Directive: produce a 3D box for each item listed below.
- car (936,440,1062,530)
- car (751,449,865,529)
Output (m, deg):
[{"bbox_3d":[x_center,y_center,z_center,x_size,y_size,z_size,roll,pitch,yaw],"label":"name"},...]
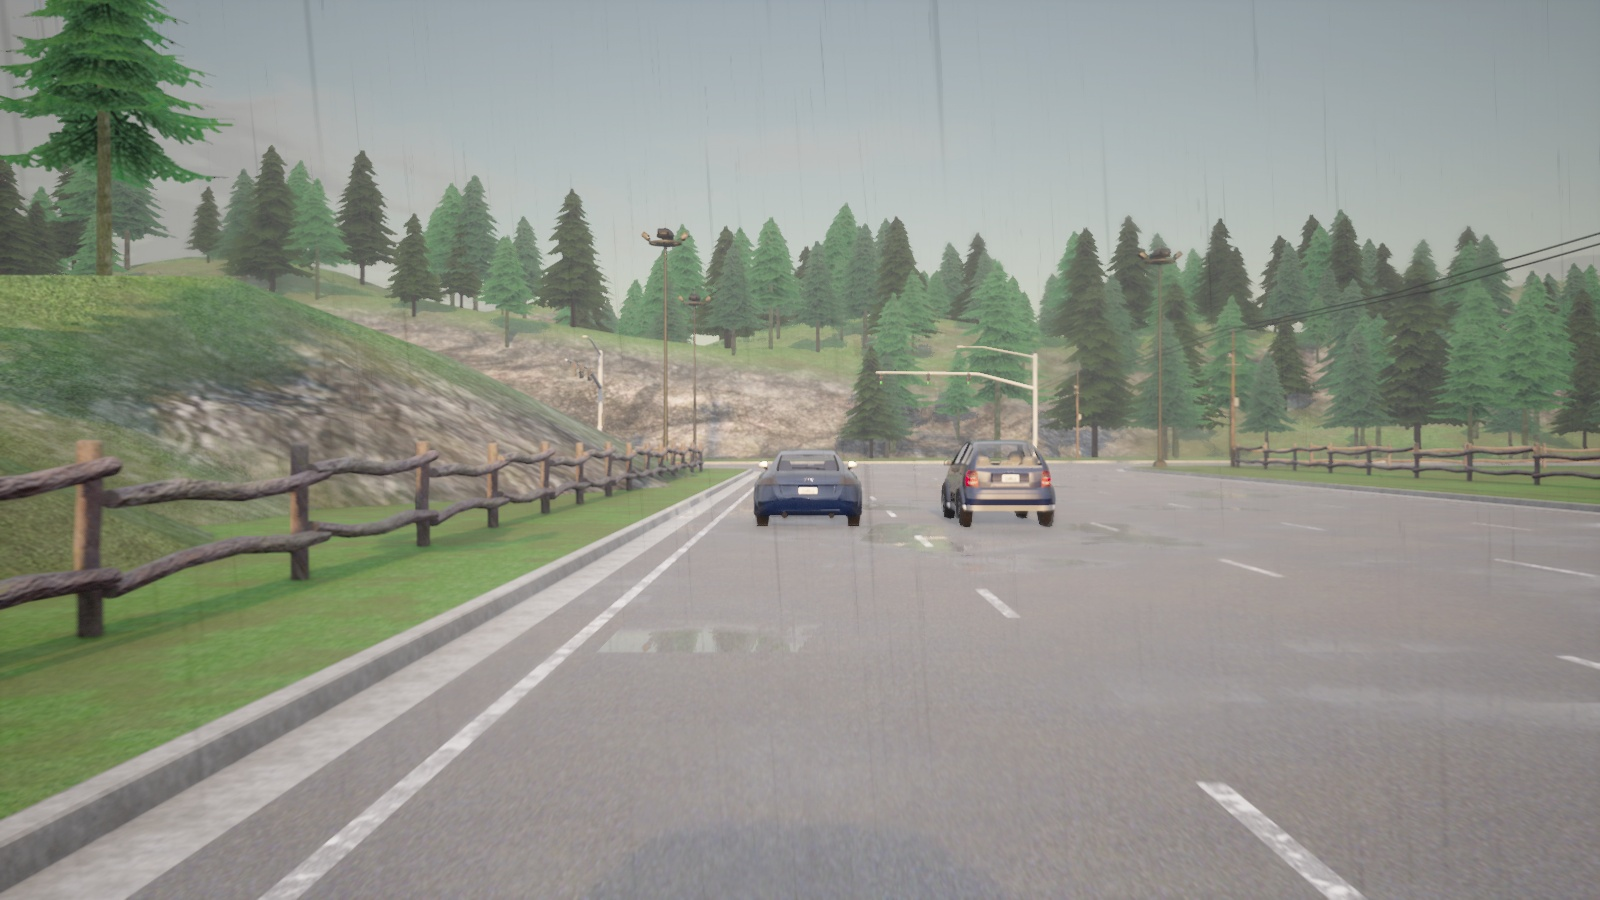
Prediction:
[{"bbox_3d":[3.648,0.595,23.583,1.789,1.549,3.705,0,0,0],"label":"car"},{"bbox_3d":[0.150,0.676,24.023,1.994,1.385,4.181,0,0,0],"label":"car"}]
